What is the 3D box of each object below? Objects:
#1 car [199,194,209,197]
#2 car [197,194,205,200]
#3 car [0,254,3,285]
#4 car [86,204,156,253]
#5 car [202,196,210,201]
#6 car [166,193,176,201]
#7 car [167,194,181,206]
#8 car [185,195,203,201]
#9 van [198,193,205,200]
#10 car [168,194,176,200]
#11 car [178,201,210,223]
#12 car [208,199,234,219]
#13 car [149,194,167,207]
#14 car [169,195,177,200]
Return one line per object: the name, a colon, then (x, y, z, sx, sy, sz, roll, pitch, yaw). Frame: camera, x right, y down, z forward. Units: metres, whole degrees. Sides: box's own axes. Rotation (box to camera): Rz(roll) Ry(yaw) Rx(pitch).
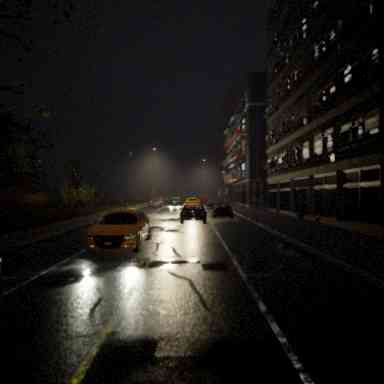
car: (2.578, 1.292, 67.192, 2.192, 1.841, 5.009, 1, 0, 0)
car: (2.577, 1.409, 94.916, 1.967, 1.590, 4.097, 1, 0, 0)
car: (-5.305, 1.438, 5.926, 1.967, 1.590, 4.097, 1, 0, 0)
car: (-2.851, 1.473, 13.797, 1.882, 1.535, 5.008, 0, 0, 0)
car: (2.574, 1.537, 39.467, 2.008, 1.369, 4.403, 1, 0, 0)
car: (-5.302, 1.287, 83.434, 2.192, 1.841, 5.009, 1, 0, 0)
car: (-2.804, 1.472, 55.541, 2.128, 1.511, 4.902, 0, 0, 1)
car: (0.101, 1.463, 42.460, 1.882, 1.535, 5.008, 0, 0, 0)
van: (2.578, 1.312, 89.371, 1.690, 1.788, 3.998, 1, 0, 0)
car: (-5.304, 1.411, 88.970, 1.967, 1.590, 4.097, 1, 0, 0)
car: (0.100, 1.592, 25.248, 1.895, 1.301, 4.718, 0, 0, 0)
car: (2.574, 1.572, 28.377, 1.802, 1.307, 4.206, 1, 0, 0)
car: (-5.305, 1.423, 50.216, 1.967, 1.590, 4.097, 1, 0, 0)
car: (-5.305, 1.519, 94.507, 2.008, 1.369, 4.403, 1, 0, 0)
